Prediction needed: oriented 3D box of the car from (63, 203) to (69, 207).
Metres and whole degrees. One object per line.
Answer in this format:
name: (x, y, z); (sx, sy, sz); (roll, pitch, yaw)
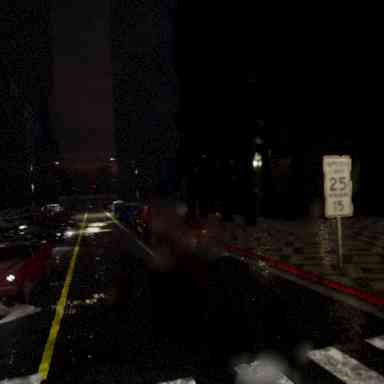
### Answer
car: (-21.581, 2.849, 54.069); (1.967, 1.590, 4.097); (-4, 0, -17)

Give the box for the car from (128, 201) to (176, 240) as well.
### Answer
car: (-2.077, 1.596, 19.170); (2.192, 1.841, 5.009); (-4, 0, -17)

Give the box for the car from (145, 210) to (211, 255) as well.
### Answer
car: (-0.590, 1.730, 14.301); (1.887, 1.381, 4.507); (-4, 0, -17)

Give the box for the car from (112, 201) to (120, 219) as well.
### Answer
car: (-6.496, 1.882, 33.776); (2.192, 1.841, 5.009); (-4, 0, -17)

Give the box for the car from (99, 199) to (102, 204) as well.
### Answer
car: (-22.909, 3.113, 87.750); (1.752, 1.417, 4.829); (-4, 0, -17)

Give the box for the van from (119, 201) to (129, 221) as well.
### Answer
van: (-5.022, 1.813, 28.908); (1.690, 1.788, 3.998); (-4, 0, -17)

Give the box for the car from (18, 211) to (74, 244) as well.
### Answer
car: (-8.148, 2.135, 19.049); (2.033, 1.411, 5.357); (-3, 0, -17)

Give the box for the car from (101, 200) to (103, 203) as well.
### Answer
car: (-18.320, 2.880, 72.656); (1.947, 1.339, 4.313); (-4, 0, -17)

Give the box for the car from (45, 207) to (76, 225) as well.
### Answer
car: (-11.099, 2.325, 28.799); (2.033, 1.411, 5.357); (-3, 0, -17)

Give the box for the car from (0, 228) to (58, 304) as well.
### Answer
car: (-5.082, 1.989, 8.982); (1.895, 1.301, 4.718); (-3, 0, -15)

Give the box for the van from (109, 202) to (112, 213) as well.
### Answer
van: (-9.441, 2.097, 43.514); (1.690, 1.788, 3.998); (-4, 0, -17)

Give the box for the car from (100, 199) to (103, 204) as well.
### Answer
car: (-19.833, 2.956, 77.633); (2.008, 1.369, 4.403); (-4, 0, -17)

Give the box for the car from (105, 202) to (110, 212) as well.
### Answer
car: (-12.270, 2.518, 52.747); (1.802, 1.307, 4.206); (-4, 0, -17)

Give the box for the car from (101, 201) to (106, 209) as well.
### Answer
car: (-16.808, 2.787, 67.678); (1.947, 1.339, 4.313); (-4, 0, -17)

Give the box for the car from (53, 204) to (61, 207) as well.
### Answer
car: (-17.268, 2.575, 39.875); (1.967, 1.590, 4.097); (-4, 0, -17)

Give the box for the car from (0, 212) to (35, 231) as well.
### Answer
car: (-11.581, 2.320, 21.177); (2.008, 1.369, 4.403); (-4, 0, -17)

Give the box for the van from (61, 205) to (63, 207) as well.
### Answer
van: (-18.695, 2.567, 44.550); (1.690, 1.788, 3.998); (-4, 0, -17)

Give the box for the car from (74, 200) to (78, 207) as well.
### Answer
car: (-30.953, 3.532, 84.938); (2.008, 1.369, 4.403); (-4, 0, -17)

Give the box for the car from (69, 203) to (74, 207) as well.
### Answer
car: (-26.264, 3.246, 69.504); (1.887, 1.381, 4.507); (-4, 0, -17)

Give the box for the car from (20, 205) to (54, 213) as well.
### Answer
car: (-14.436, 2.268, 30.526); (2.192, 1.841, 5.009); (-4, 0, -17)

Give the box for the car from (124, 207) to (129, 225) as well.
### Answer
car: (-3.533, 1.958, 24.039); (1.802, 1.307, 4.206); (-4, 0, -17)
